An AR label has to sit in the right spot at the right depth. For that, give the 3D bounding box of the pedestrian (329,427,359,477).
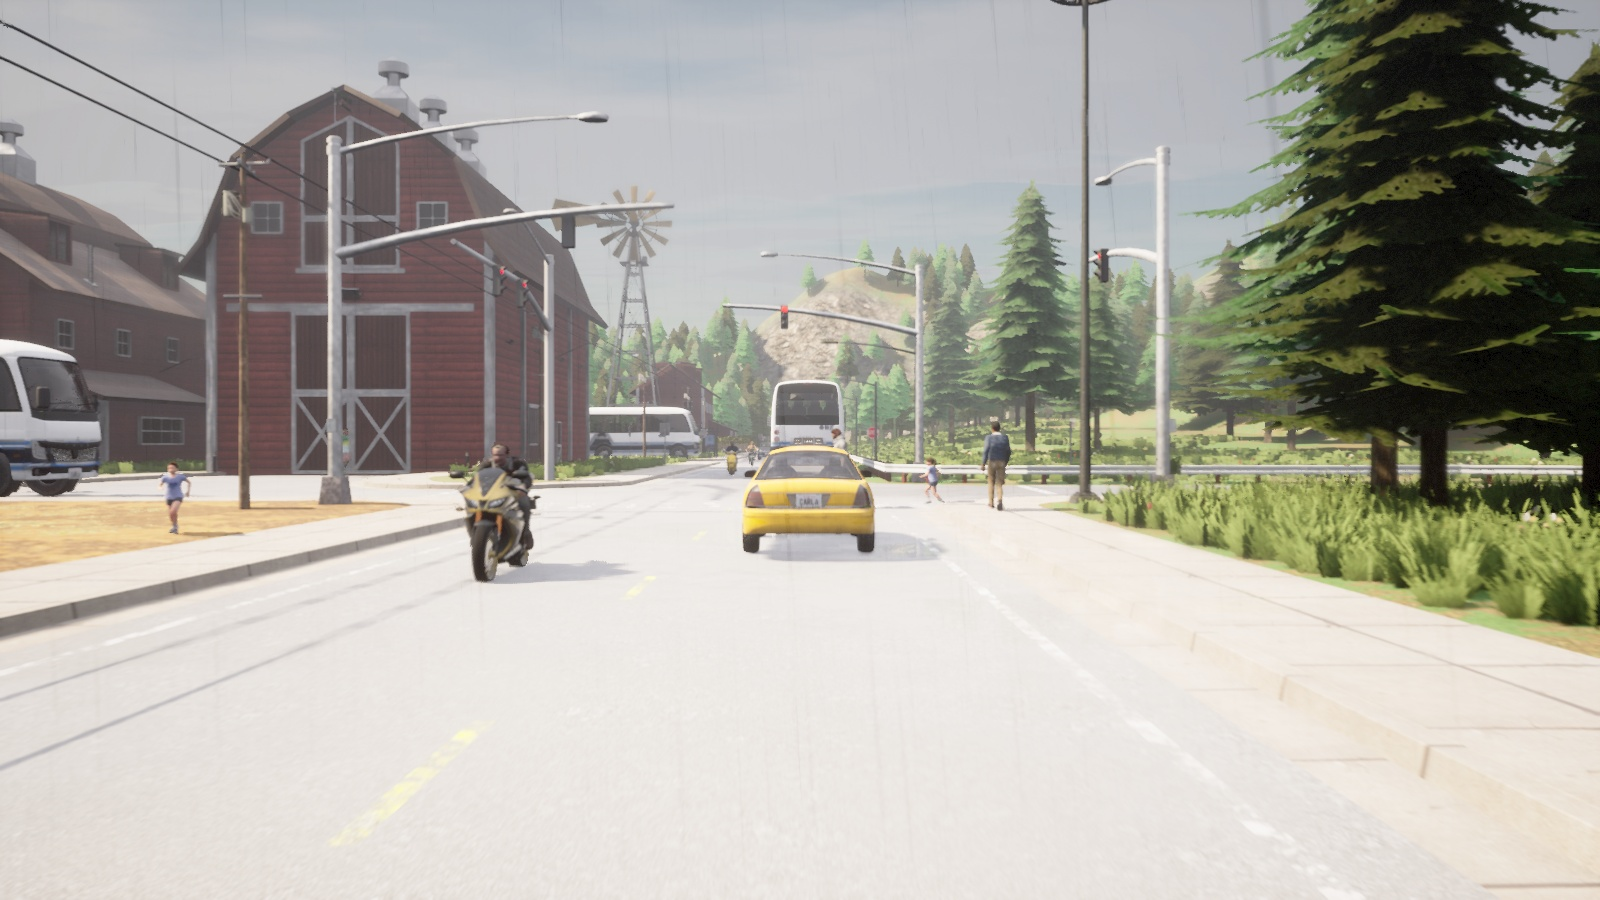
[{"bbox_3d":[-17.933,0.072,49.369,0.873,1.952,0.659,0,0,10],"label":"pedestrian"}]

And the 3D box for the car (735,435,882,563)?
[{"bbox_3d":[0.119,0.583,18.139,1.801,1.575,5.366,0,0,0],"label":"car"}]

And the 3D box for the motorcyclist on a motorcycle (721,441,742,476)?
[{"bbox_3d":[-3.154,0.370,58.110,0.866,1.590,1.817,0,0,0],"label":"motorcyclist on a motorcycle"}]

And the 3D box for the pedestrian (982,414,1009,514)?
[{"bbox_3d":[3.864,0.265,24.834,0.423,1.949,0.788,0,0,1],"label":"pedestrian"}]

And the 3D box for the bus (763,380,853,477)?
[{"bbox_3d":[0.359,-0.969,60.226,3.944,4.253,10.273,0,0,0],"label":"bus"}]

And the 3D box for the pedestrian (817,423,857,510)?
[{"bbox_3d":[0.834,0.373,28.498,0.873,1.952,0.659,0,0,-2],"label":"pedestrian"}]

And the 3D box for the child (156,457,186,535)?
[{"bbox_3d":[-9.028,0.652,18.029,0.255,1.110,0.394,0,0,-6],"label":"child"}]

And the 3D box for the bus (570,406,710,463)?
[{"bbox_3d":[-12.143,-1.183,96.344,10.273,4.253,3.944,0,0,-1],"label":"bus"}]

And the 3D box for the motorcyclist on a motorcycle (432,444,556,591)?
[{"bbox_3d":[-3.404,0.699,14.193,0.866,1.530,2.191,0,0,0],"label":"motorcyclist on a motorcycle"}]

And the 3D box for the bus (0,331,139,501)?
[{"bbox_3d":[-23.714,-0.867,33.304,10.273,4.253,3.944,0,1,-1],"label":"bus"}]

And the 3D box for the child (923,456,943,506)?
[{"bbox_3d":[2.966,0.685,28.016,0.394,1.110,0.255,0,0,14],"label":"child"}]
